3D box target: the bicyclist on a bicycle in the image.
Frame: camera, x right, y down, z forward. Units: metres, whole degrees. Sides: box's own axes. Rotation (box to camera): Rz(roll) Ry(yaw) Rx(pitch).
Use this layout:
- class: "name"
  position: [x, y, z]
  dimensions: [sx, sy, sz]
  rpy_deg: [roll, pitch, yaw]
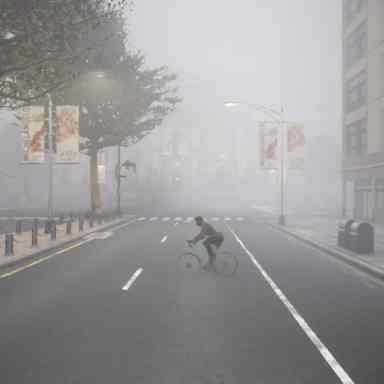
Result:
- class: "bicyclist on a bicycle"
  position: [0.371, 1.453, 8.750]
  dimensions: [1.656, 1.620, 0.582]
  rpy_deg: [-2, 0, 2]
